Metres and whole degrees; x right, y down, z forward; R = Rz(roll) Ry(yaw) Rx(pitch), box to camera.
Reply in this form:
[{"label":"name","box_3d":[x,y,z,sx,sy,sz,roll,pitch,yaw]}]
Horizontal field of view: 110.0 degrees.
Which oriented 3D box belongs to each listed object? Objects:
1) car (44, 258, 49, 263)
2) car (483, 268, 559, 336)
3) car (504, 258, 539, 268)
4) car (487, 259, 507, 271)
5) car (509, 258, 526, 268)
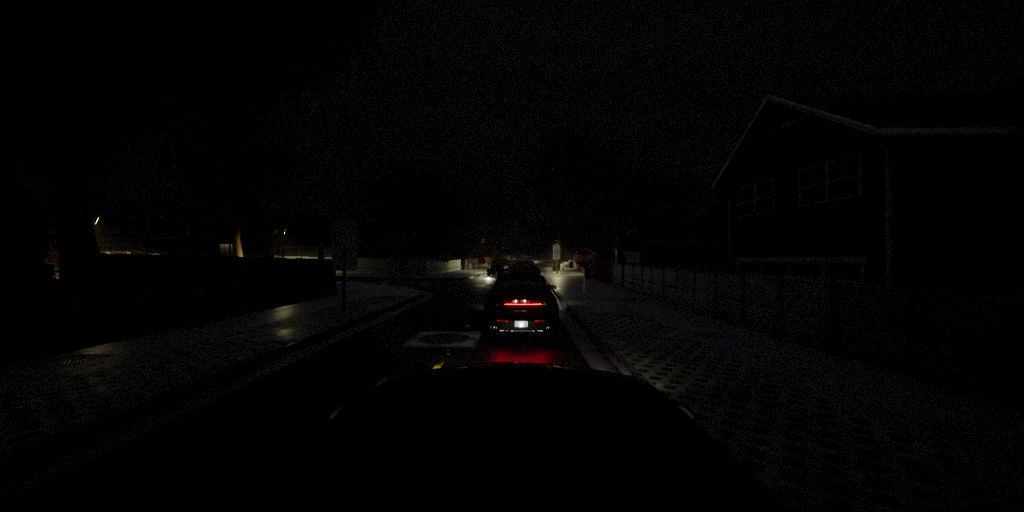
[{"label":"car","box_3d":[-39.057,0.474,27.822,4.902,1.511,2.128,1,0,3]},{"label":"car","box_3d":[0.257,1.255,10.339,1.837,1.490,4.892,0,0,1]},{"label":"car","box_3d":[1.067,1.213,29.317,1.882,1.535,5.008,1,0,13]},{"label":"car","box_3d":[-1.272,1.058,36.486,2.097,1.767,4.553,0,0,5]},{"label":"car","box_3d":[0.937,1.054,56.583,2.128,1.511,4.902,0,0,8]}]
